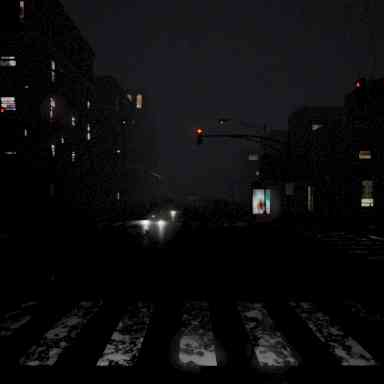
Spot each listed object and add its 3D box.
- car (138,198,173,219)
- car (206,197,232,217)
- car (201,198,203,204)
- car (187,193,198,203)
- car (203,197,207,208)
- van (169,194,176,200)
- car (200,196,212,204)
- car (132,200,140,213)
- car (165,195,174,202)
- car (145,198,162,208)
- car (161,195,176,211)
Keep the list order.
[{"bbox_3d":[-3.074,1.551,29.180,2.033,1.411,5.357,0,0,0],"label":"car"},{"bbox_3d":[2.711,1.446,31.803,1.967,1.590,4.097,0,0,0],"label":"car"},{"bbox_3d":[2.726,1.571,48.894,2.008,1.369,4.403,0,0,0],"label":"car"},{"bbox_3d":[0.145,1.268,70.516,2.150,2.045,5.566,0,0,0],"label":"car"},{"bbox_3d":[2.721,1.597,43.197,1.802,1.307,4.206,0,0,0],"label":"car"},{"bbox_3d":[-5.618,1.430,94.461,1.690,1.788,3.998,-1,0,0],"label":"van"},{"bbox_3d":[2.740,1.591,65.983,2.008,1.369,4.403,-1,0,0],"label":"car"},{"bbox_3d":[-5.664,1.561,37.495,2.008,1.369,4.403,0,0,0],"label":"car"},{"bbox_3d":[-5.627,1.592,82.897,1.752,1.417,4.829,-1,0,0],"label":"car"},{"bbox_3d":[-5.655,1.571,48.888,2.008,1.369,4.403,0,0,0],"label":"car"},{"bbox_3d":[-3.063,1.492,42.107,1.882,1.535,5.008,0,0,0],"label":"car"}]
